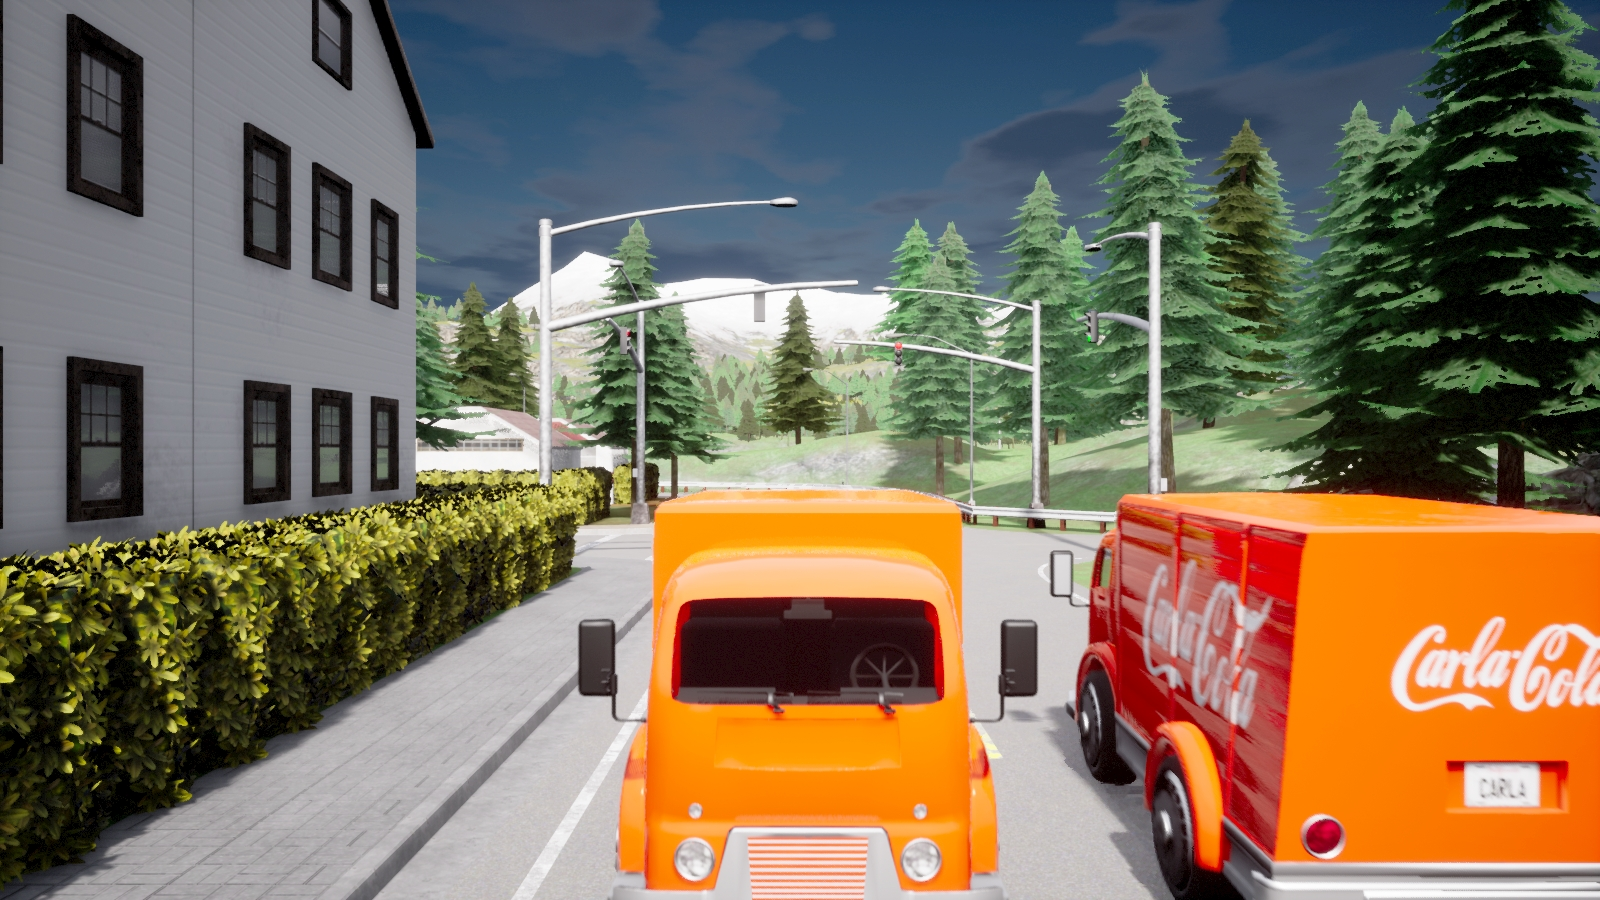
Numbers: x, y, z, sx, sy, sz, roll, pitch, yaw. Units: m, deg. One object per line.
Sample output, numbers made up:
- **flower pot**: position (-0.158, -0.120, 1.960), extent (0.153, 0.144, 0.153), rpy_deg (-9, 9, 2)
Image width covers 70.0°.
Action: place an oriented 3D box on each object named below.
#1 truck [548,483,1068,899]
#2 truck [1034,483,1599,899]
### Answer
- **truck**: position (0.053, 1.549, 8.375), extent (2.627, 2.467, 5.204), rpy_deg (0, 0, 0)
- **truck**: position (3.529, 1.548, 8.234), extent (2.627, 2.467, 5.204), rpy_deg (0, 0, 0)
